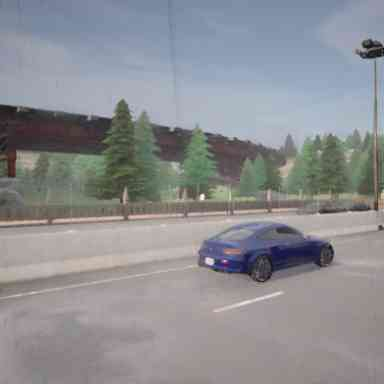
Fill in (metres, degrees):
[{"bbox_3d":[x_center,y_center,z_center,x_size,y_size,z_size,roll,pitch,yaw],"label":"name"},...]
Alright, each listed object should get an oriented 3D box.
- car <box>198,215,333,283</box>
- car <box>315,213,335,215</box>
[{"bbox_3d":[2.298,1.607,9.919,4.674,1.442,1.812,0,0,-37],"label":"car"},{"bbox_3d":[11.451,1.728,30.140,4.892,1.490,1.837,0,-1,-37],"label":"car"}]
